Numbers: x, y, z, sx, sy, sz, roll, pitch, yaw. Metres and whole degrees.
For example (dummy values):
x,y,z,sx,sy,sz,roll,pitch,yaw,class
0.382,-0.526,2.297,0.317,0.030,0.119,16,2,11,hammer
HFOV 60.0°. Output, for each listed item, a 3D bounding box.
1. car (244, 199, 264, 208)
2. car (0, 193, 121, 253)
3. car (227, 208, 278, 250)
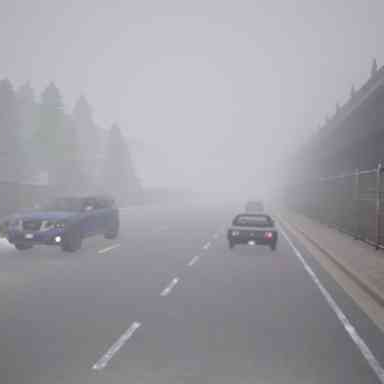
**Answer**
x,y,z,sx,sy,sz,roll,pitch,yaw,class
6.669,1.505,35.665,2.128,1.511,4.902,1,0,11,car
-4.814,1.089,13.605,2.150,2.045,5.566,1,0,11,car
2.660,1.605,14.582,1.895,1.301,4.718,1,0,11,car
